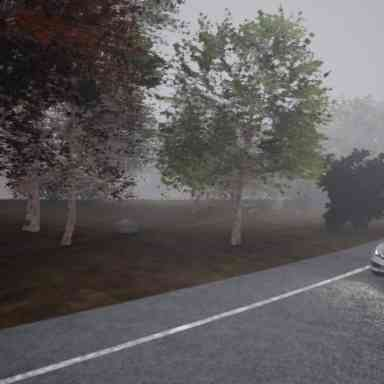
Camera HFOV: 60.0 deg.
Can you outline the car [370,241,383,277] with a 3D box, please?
[{"bbox_3d":[6.705,1.527,9.315,4.674,1.442,1.812,0,0,-42],"label":"car"}]
